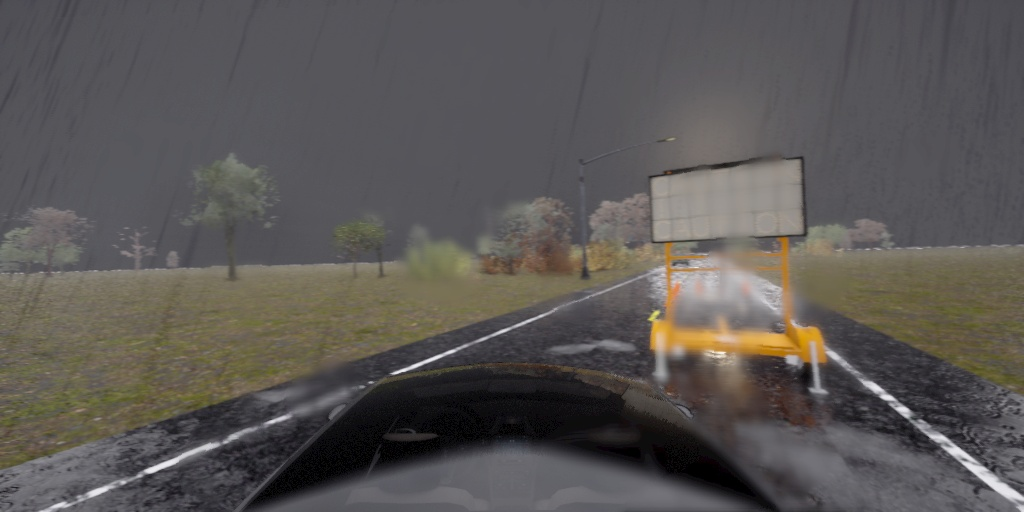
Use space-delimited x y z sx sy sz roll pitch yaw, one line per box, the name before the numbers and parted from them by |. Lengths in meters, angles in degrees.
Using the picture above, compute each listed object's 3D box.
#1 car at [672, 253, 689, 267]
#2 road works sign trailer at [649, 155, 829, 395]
car | 25.846 0.536 54.870 2.150 2.045 5.566 -2 -1 29
road works sign trailer | 3.945 0.117 6.595 2.380 3.560 2.880 0 0 27
